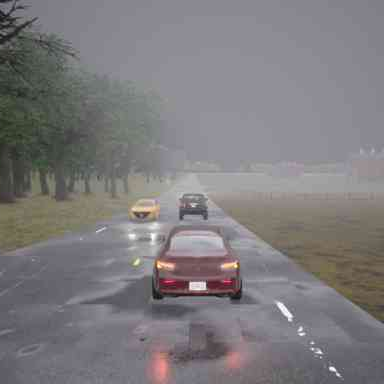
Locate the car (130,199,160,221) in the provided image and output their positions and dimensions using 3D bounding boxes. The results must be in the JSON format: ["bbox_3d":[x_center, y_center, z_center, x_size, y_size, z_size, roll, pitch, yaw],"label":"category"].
[{"bbox_3d":[-3.591,1.351,26.145,1.882,1.535,5.008,0,1,0],"label":"car"}]

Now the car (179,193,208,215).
[{"bbox_3d":[0.108,1.083,26.924,2.150,2.045,5.566,0,1,0],"label":"car"}]

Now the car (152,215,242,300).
[{"bbox_3d":[0.102,1.519,8.258,1.812,1.442,4.674,0,0,0],"label":"car"}]
